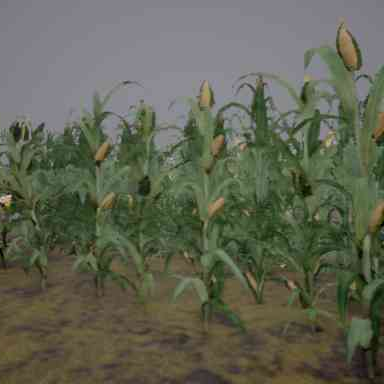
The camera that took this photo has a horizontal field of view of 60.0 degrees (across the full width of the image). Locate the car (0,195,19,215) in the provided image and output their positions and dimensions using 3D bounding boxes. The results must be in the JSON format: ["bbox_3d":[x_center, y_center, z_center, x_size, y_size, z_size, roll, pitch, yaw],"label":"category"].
[{"bbox_3d":[-12.630,0.903,25.030,1.882,1.535,5.008,1,2,36],"label":"car"}]
